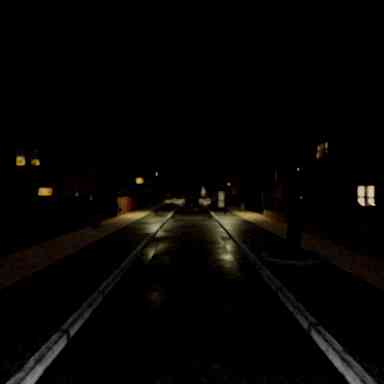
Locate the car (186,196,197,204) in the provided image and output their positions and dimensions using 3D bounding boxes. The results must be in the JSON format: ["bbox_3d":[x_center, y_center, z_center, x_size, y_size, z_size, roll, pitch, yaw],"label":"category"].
[{"bbox_3d":[-0.015,1.454,59.106,1.895,1.301,4.718,0,0,0],"label":"car"}]

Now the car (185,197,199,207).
[{"bbox_3d":[0.003,1.469,47.063,1.895,1.301,4.718,0,0,0],"label":"car"}]

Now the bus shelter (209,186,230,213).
[{"bbox_3d":[3.012,0.761,36.943,1.920,2.740,3.880,1,1,0],"label":"bus shelter"}]
